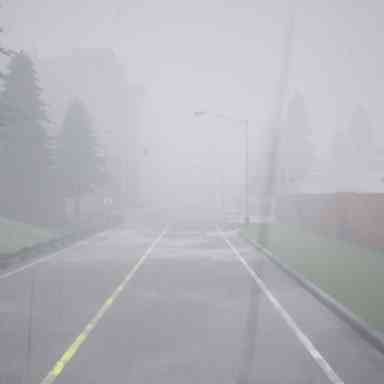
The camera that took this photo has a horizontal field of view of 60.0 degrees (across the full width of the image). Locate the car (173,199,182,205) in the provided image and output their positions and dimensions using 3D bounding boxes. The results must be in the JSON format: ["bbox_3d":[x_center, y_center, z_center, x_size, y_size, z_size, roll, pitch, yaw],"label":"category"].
[{"bbox_3d":[-3.454,2.341,78.828,1.882,1.535,5.008,0,-1,0],"label":"car"}]
